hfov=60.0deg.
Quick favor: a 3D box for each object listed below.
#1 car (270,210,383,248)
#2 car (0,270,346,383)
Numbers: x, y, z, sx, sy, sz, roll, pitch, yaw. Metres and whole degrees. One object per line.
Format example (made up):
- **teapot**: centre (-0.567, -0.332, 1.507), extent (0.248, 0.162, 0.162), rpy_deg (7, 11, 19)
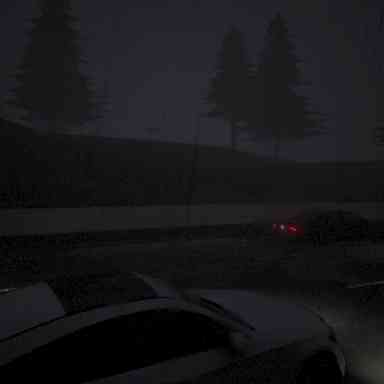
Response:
- **car**: centre (6.013, 1.463, 14.159), extent (5.357, 1.411, 2.033), rpy_deg (0, 0, -18)
- **car**: centre (-0.593, 1.501, 3.029), extent (4.674, 1.442, 1.812), rpy_deg (0, 0, -33)
